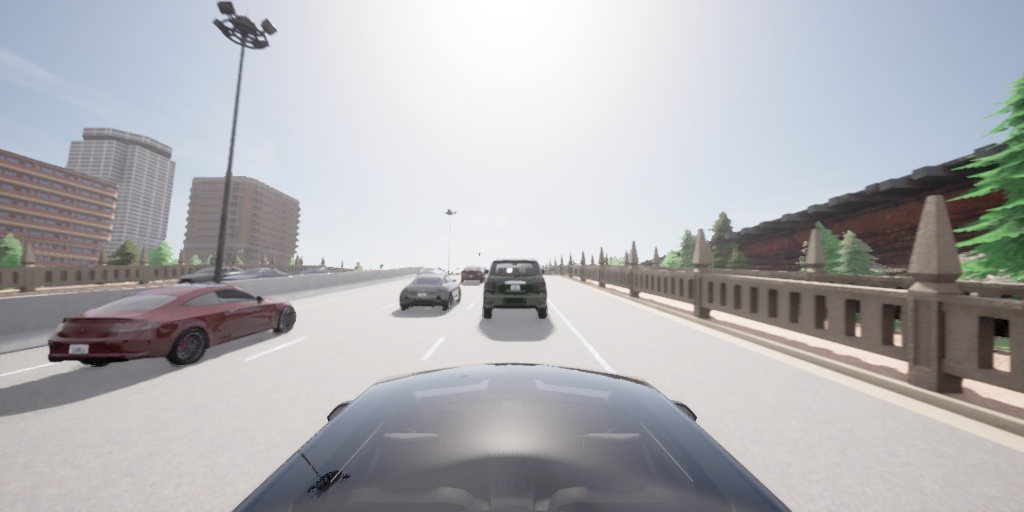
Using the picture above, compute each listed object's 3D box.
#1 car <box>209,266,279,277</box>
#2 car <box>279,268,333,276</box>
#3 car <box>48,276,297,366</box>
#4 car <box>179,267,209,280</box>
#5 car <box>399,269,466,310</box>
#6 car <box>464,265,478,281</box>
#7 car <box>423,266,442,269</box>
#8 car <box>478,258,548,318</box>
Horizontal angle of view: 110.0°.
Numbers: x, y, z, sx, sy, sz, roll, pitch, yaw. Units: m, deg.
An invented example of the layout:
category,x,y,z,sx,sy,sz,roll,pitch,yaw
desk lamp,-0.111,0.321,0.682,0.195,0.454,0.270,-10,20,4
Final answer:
category,x,y,z,sx,sy,sz,roll,pitch,yaw
car,-17.588,1.535,24.861,2.033,1.411,5.357,0,-1,0
car,-14.086,1.558,25.531,1.994,1.385,4.181,0,-1,0
car,-6.897,1.340,8.015,1.812,1.442,4.674,0,-1,0
car,-21.086,1.501,25.606,1.837,1.490,4.892,0,-1,0
car,-3.394,1.456,15.554,1.994,1.385,4.181,0,-1,0
car,-3.386,1.538,32.095,1.882,1.535,5.008,0,-1,0
car,-6.886,1.576,31.067,1.812,1.442,4.674,0,-1,0
car,0.106,1.095,13.775,2.150,2.045,5.566,0,-1,0
